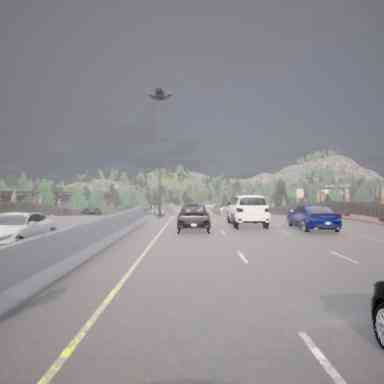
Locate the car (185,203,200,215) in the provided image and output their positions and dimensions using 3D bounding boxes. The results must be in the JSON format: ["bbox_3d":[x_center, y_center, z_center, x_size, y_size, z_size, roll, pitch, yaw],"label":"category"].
[{"bbox_3d":[0.096,2.214,42.408,1.837,1.490,4.892,0,-5,0],"label":"car"}]

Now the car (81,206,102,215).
[{"bbox_3d":[-14.071,2.651,46.730,1.994,1.385,4.181,0,-6,0],"label":"car"}]

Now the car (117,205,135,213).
[{"bbox_3d":[-10.564,3.143,54.328,2.150,2.045,5.566,0,-7,0],"label":"car"}]

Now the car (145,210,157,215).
[{"bbox_3d":[-7.039,3.858,57.869,1.882,1.535,5.008,0,-7,0],"label":"car"}]

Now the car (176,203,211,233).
[{"bbox_3d":[0.097,1.492,19.638,2.128,1.511,4.902,0,0,0],"label":"car"}]

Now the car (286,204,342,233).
[{"bbox_3d":[7.097,1.478,19.815,1.882,1.535,5.008,0,0,0],"label":"car"}]

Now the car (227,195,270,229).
[{"bbox_3d":[3.598,1.222,21.950,2.150,2.045,5.566,0,0,0],"label":"car"}]

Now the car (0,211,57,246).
[{"bbox_3d":[-7.101,1.526,13.513,1.812,1.442,4.674,0,0,0],"label":"car"}]

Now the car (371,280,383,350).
[{"bbox_3d":[3.601,1.478,2.968,1.882,1.535,5.008,0,0,0],"label":"car"}]
